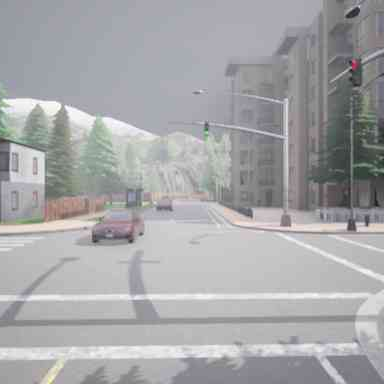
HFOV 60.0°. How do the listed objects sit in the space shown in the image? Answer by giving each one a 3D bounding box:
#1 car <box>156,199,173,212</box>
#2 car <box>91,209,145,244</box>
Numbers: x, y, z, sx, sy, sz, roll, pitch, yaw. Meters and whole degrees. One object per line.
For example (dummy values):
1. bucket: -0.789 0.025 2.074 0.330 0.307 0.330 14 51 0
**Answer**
1. car: -3.364 1.629 41.562 1.882 1.535 5.008 0 0 0
2. car: -3.445 1.584 16.275 1.812 1.442 4.674 0 0 0
